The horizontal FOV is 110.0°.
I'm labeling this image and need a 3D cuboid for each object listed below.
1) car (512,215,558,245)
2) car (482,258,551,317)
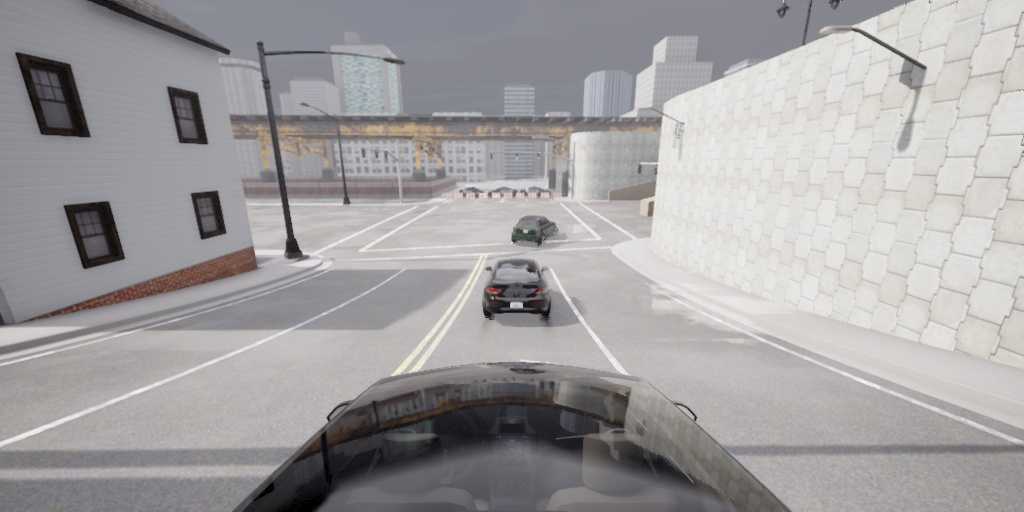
[{"bbox_3d":[1.682,-2.064,25.081,2.097,1.767,4.553,6,16,21],"label":"car"},{"bbox_3d":[0.144,0.790,10.987,1.812,1.442,4.674,0,6,1],"label":"car"}]
